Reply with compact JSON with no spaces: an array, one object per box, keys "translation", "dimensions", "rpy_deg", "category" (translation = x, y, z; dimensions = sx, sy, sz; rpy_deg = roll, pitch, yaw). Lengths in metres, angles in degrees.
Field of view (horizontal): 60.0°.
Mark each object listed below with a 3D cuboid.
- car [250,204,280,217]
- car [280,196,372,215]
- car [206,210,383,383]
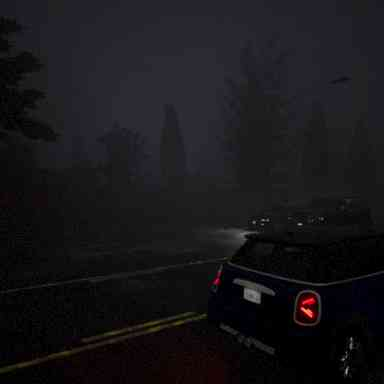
[{"translation":[5.616,1.546,20.896],"dimensions":[4.892,1.490,1.837],"rpy_deg":[0,0,-36],"category":"car"},{"translation":[7.560,1.262,17.981],"dimensions":[5.566,2.045,2.150],"rpy_deg":[0,0,-36],"category":"car"},{"translation":[2.506,1.365,5.532],"dimensions":[4.553,1.767,2.097],"rpy_deg":[0,0,-35],"category":"car"}]
